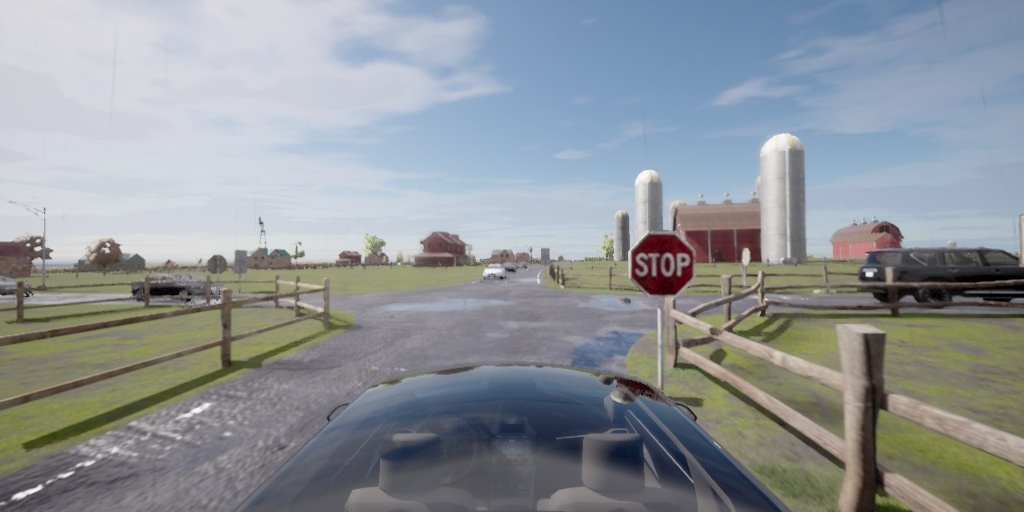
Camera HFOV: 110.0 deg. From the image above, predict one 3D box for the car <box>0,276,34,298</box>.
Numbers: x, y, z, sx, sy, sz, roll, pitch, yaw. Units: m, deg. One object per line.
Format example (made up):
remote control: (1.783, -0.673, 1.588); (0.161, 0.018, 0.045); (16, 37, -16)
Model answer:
car: (-32.991, 2.005, 22.677); (4.902, 1.511, 2.128); (-1, -2, 12)

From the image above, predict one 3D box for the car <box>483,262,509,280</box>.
car: (-1.657, 1.550, 34.882); (1.812, 1.442, 4.674); (0, 0, 4)

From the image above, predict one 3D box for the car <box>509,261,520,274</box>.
car: (-0.465, 1.615, 49.272); (1.882, 1.535, 5.008); (0, 0, 6)

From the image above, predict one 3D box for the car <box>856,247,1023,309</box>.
car: (15.635, 0.714, 12.485); (5.566, 2.045, 2.150); (-1, -2, 12)

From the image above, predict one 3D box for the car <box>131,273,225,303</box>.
car: (-18.049, 1.689, 19.508); (4.902, 1.511, 2.128); (-1, -1, 12)
